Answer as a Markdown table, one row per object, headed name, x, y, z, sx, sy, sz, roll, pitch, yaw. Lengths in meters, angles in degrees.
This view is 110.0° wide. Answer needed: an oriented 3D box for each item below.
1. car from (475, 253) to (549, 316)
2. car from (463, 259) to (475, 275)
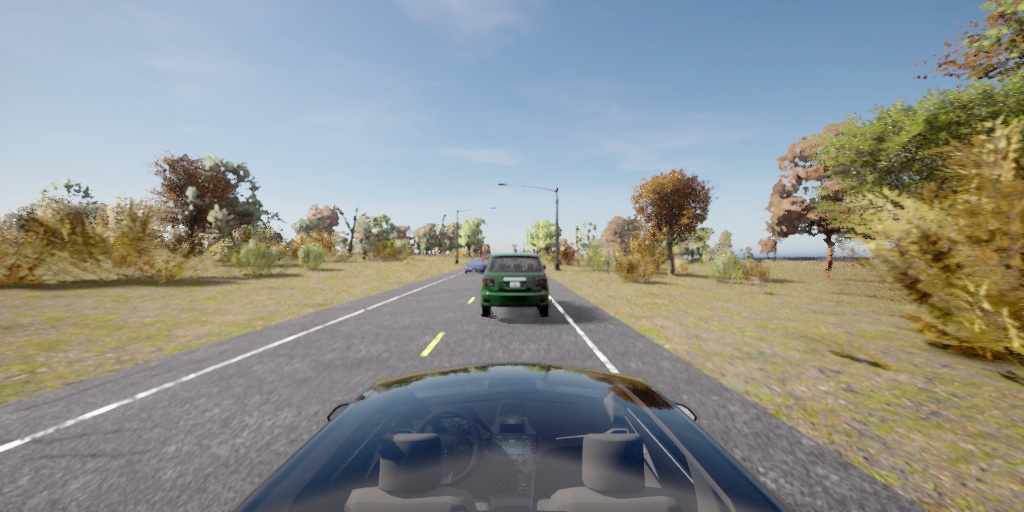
| name | x | y | z | sx | sy | sz | roll | pitch | yaw |
| --- | --- | --- | --- | --- | --- | --- | --- | --- | --- |
| car | 0.094 | 0.898 | 13.083 | 2.150 | 2.045 | 5.566 | 0 | 0 | 0 |
| car | -3.597 | 1.058 | 35.859 | 1.812 | 1.442 | 4.674 | 0 | 0 | 0 |
